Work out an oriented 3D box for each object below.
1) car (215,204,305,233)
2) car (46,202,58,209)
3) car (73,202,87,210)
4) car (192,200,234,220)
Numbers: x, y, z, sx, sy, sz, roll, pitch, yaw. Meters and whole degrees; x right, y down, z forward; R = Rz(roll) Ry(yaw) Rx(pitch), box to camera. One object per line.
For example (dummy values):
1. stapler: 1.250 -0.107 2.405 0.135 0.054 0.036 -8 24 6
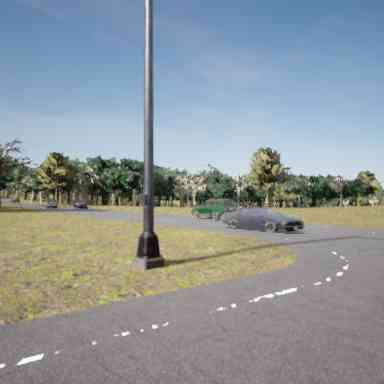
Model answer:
1. car: 4.072 1.626 20.161 2.033 1.411 5.357 3 -3 -36
2. car: -29.105 2.819 69.094 2.033 1.411 5.357 3 -2 -28
3. car: -23.860 2.966 70.926 1.837 1.490 4.892 3 -3 -36
4. car: 2.266 1.841 34.664 2.150 2.045 5.566 3 -3 -36
